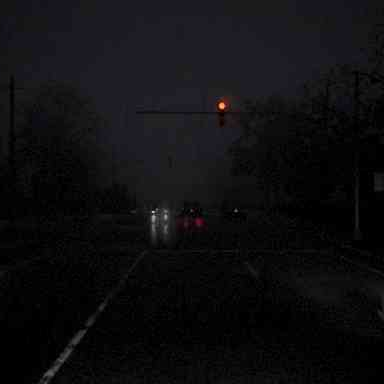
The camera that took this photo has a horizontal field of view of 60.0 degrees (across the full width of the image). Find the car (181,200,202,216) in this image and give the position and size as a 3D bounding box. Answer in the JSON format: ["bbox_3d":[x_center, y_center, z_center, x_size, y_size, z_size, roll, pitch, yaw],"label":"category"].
[{"bbox_3d":[-0.065,1.516,33.324,2.128,1.511,4.902,0,0,-1],"label":"car"}]

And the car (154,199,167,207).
[{"bbox_3d":[-5.409,1.888,57.181,1.994,1.385,4.181,0,-1,-8],"label":"car"}]

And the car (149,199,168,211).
[{"bbox_3d":[-4.115,1.619,42.857,1.812,1.442,4.674,0,0,-3],"label":"car"}]

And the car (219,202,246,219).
[{"bbox_3d":[3.502,1.563,29.130,2.033,1.411,5.357,0,0,-1],"label":"car"}]

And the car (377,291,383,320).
[{"bbox_3d":[3.598,1.602,2.659,1.895,1.301,4.718,0,0,0],"label":"car"}]
